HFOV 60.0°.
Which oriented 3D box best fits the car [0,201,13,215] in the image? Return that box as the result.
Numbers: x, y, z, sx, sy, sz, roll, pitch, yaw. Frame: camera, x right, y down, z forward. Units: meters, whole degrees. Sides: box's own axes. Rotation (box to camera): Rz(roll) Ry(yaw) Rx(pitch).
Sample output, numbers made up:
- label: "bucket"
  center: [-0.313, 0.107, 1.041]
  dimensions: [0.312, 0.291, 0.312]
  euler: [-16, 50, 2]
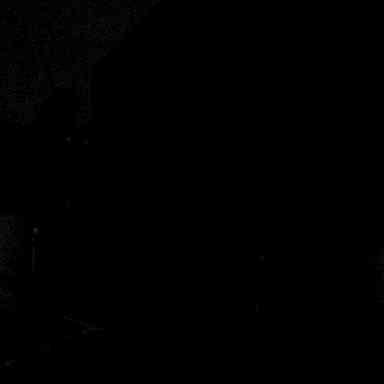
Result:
- label: "car"
  center: [-19.101, 1.405, 30.720]
  dimensions: [1.812, 1.442, 4.674]
  euler: [1, 1, 34]
